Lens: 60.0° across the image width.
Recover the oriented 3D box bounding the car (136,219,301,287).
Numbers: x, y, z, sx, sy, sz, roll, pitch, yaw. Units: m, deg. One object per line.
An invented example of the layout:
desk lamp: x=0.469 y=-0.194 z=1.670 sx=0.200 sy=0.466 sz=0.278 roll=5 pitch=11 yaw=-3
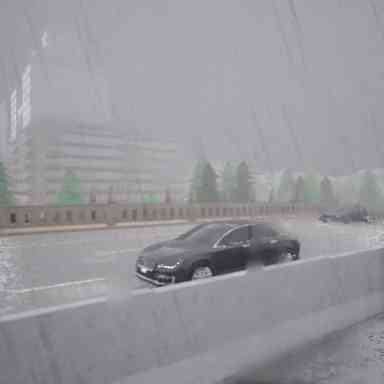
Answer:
car: x=0.890 y=1.524 z=8.923 sx=4.892 sy=1.490 sz=1.837 roll=0 pitch=0 yaw=-35

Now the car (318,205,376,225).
car: x=11.947 y=1.698 z=25.396 sx=5.357 sy=1.411 sz=2.033 roll=2 pitch=-1 yaw=-35
